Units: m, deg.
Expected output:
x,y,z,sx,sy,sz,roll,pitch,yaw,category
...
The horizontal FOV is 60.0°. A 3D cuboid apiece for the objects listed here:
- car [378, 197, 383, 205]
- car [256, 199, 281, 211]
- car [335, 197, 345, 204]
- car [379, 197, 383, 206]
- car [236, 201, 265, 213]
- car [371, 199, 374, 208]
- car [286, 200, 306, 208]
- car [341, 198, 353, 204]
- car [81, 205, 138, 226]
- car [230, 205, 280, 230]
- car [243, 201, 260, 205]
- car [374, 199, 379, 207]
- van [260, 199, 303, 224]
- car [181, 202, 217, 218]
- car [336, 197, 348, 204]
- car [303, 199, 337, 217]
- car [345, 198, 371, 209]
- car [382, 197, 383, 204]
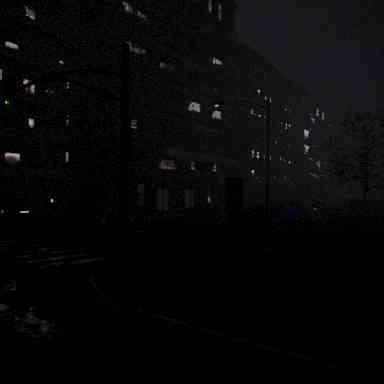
x,y,z,sx,sy,sz,roll,pitch,yaw,category
46.925,2.148,81.149,2.192,1.841,5.009,1,0,36,car
10.627,1.739,46.048,1.967,1.590,4.097,1,0,36,car
33.614,2.172,77.221,1.947,1.339,4.313,1,0,36,car
37.069,2.249,67.788,1.887,1.381,4.507,1,0,36,car
7.341,1.836,41.595,1.802,1.307,4.206,1,0,36,car
30.500,2.199,58.881,1.802,1.307,4.206,1,0,36,car
17.193,1.971,54.955,1.802,1.307,4.206,1,0,36,car
40.082,2.216,85.991,1.752,1.417,4.829,1,0,36,car
-5.795,1.623,23.782,2.008,1.369,4.403,1,0,36,car
4.228,1.825,23.255,1.947,1.339,4.313,1,0,36,car
6.064,1.817,30.111,2.033,1.411,5.357,1,0,36,car
33.786,2.101,63.335,1.967,1.590,4.097,1,0,36,car
7.515,1.645,27.708,1.690,1.788,3.998,1,0,36,van
0.774,1.708,32.688,1.887,1.381,4.507,1,0,36,car
36.900,2.089,81.675,1.967,1.590,4.097,1,0,36,car
14.082,1.835,36.615,1.967,1.590,4.097,1,0,36,car
27.220,1.889,54.429,2.192,1.841,5.009,1,0,36,car
40.353,2.298,72.242,2.008,1.369,4.403,1,0,36,car
